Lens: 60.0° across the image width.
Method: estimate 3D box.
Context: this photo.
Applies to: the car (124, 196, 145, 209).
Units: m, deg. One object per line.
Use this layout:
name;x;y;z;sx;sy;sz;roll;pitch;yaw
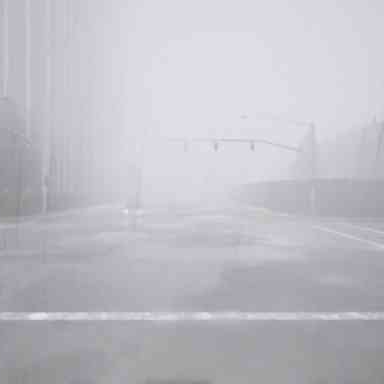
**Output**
car;-6.995;1.302;40.798;1.837;1.490;4.892;0;1;0
